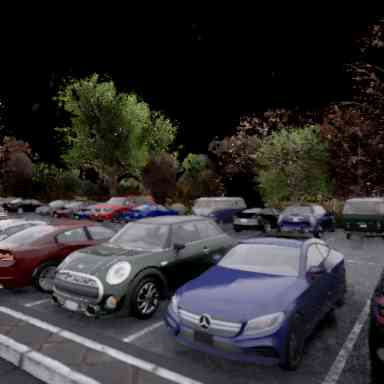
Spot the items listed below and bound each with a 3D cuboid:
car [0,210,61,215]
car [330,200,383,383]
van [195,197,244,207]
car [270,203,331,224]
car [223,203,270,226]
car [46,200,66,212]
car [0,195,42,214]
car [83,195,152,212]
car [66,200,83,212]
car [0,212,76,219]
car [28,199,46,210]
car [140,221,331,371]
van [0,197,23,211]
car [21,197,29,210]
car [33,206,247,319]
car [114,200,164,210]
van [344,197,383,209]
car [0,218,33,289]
[{"bbox_3d":[-7.749,1.623,12.523,2.002,1.452,4.674,-1,0,35],"label":"car"},{"bbox_3d":[3.800,1.207,4.374,2.435,2.045,5.566,-1,0,35],"label":"car"},{"bbox_3d":[1.715,1.335,21.078,1.878,1.987,4.442,-1,0,35],"label":"van"},{"bbox_3d":[6.273,1.385,17.954,2.185,1.767,4.553,-1,0,35],"label":"car"},{"bbox_3d":[4.110,1.565,19.565,2.163,1.488,4.792,-1,-1,35],"label":"car"},{"bbox_3d":[-9.868,1.542,29.398,2.163,1.488,4.792,1,0,35],"label":"car"},{"bbox_3d":[-18.981,1.292,35.854,2.185,1.767,4.553,1,0,35],"label":"car"},{"bbox_3d":[-5.258,1.309,26.132,2.435,2.045,5.566,1,0,35],"label":"car"},{"bbox_3d":[-7.564,1.566,27.765,2.163,1.488,4.792,1,0,35],"label":"car"},{"bbox_3d":[-5.439,1.602,10.880,2.002,1.452,4.674,-1,0,35],"label":"car"},{"bbox_3d":[-12.049,1.491,30.988,2.231,1.521,4.892,1,0,35],"label":"car"},{"bbox_3d":[1.482,1.524,5.984,2.002,1.452,4.674,-1,0,35],"label":"car"},{"bbox_3d":[-10.096,1.357,14.325,1.878,1.987,4.442,0,0,35],"label":"van"},{"bbox_3d":[-16.765,1.441,34.315,2.097,1.535,5.008,1,0,35],"label":"car"},{"bbox_3d":[-0.809,1.384,7.642,2.185,1.767,4.553,-1,0,35],"label":"car"},{"bbox_3d":[-2.933,1.581,24.513,2.097,1.535,5.008,1,0,35],"label":"car"},{"bbox_3d":[8.762,1.258,16.372,1.878,1.987,4.442,-1,0,35],"label":"van"},{"bbox_3d":[-3.135,1.536,9.245,2.097,1.535,5.008,-1,0,35],"label":"car"}]
